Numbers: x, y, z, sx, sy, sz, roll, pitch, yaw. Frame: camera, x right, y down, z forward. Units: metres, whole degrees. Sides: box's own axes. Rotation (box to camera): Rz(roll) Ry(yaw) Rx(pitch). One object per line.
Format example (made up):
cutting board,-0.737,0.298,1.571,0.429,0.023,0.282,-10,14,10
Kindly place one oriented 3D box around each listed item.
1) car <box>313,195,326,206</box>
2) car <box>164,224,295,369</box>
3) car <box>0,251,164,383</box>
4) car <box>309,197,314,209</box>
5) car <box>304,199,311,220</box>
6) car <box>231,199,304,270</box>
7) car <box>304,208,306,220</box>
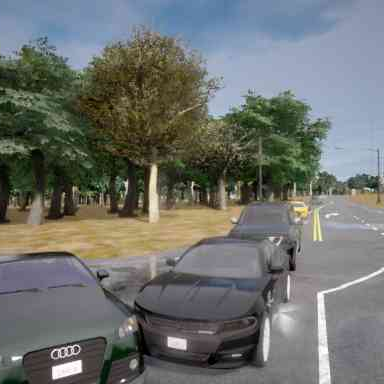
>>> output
car,22.606,1.565,60.771,2.097,1.767,4.553,-1,-1,28
car,0.725,1.613,6.295,1.882,1.535,5.008,-1,-2,21
car,-2.319,1.643,4.992,1.994,1.385,4.181,1,-2,-33
car,15.222,1.755,45.237,1.812,1.442,4.674,-1,0,22
car,9.785,1.679,31.051,1.882,1.535,5.008,-1,0,20
car,2.836,1.459,12.438,2.150,2.045,5.566,-2,0,20
car,5.054,1.774,18.346,1.895,1.301,4.718,-1,0,21
